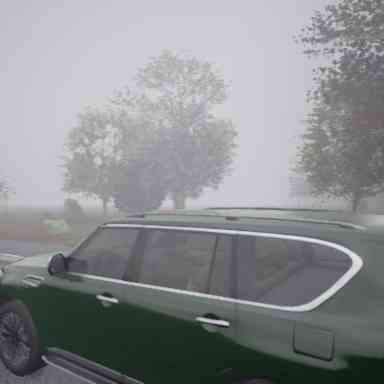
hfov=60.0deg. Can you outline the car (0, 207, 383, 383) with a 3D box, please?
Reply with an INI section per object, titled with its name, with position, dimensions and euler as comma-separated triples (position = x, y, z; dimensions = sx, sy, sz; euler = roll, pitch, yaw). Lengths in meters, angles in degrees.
[car]
position = -0.125, 1.209, 3.925
dimensions = 5.566, 2.045, 2.150
euler = 0, 0, 34
